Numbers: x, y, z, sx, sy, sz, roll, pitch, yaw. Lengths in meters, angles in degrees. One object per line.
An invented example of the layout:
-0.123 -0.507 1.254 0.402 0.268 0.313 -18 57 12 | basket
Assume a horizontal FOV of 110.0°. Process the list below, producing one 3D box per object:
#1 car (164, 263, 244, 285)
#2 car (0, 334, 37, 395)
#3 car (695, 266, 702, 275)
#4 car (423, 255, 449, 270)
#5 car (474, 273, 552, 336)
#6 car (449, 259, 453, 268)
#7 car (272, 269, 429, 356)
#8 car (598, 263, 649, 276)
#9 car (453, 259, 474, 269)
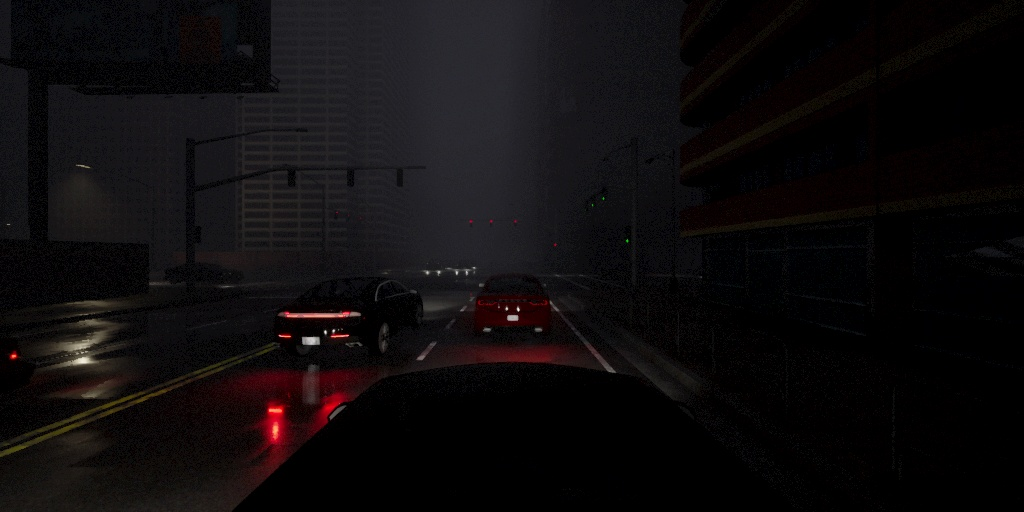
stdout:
-22.149 1.228 25.909 5.008 1.535 1.882 0 0 2 | car
-7.100 1.297 2.173 2.033 1.411 5.357 0 0 0 | car
21.460 1.228 36.714 5.008 1.535 1.882 0 0 0 | car
-10.952 1.102 51.728 2.097 1.767 4.553 0 0 0 | car
0.014 1.228 10.461 1.882 1.535 5.008 0 0 0 | car
-10.998 1.297 61.927 2.033 1.411 5.357 0 0 0 | car
-3.475 1.242 8.573 2.128 1.511 4.902 0 0 -1 | car
11.333 1.351 36.766 4.718 1.301 1.895 0 0 2 | car
-7.477 1.255 55.636 1.837 1.490 4.892 0 0 0 | car
